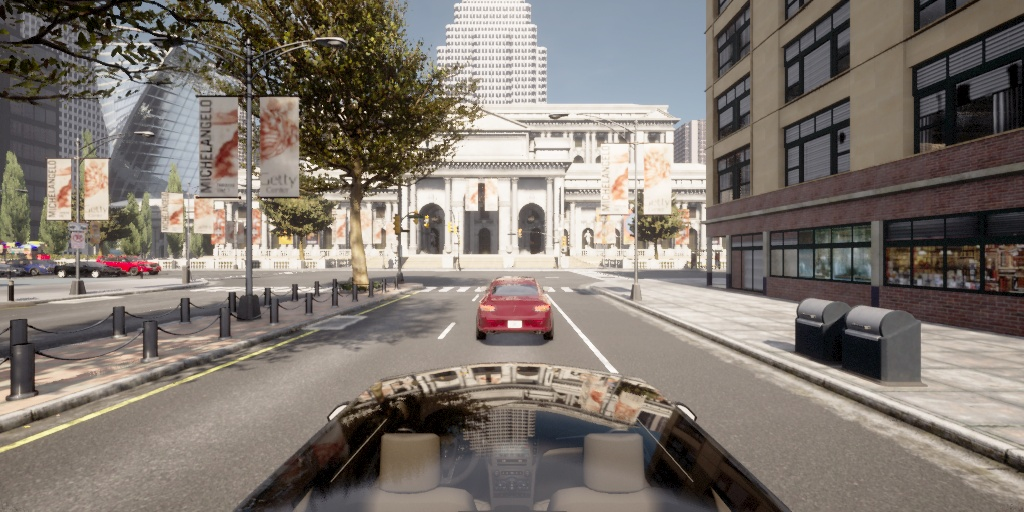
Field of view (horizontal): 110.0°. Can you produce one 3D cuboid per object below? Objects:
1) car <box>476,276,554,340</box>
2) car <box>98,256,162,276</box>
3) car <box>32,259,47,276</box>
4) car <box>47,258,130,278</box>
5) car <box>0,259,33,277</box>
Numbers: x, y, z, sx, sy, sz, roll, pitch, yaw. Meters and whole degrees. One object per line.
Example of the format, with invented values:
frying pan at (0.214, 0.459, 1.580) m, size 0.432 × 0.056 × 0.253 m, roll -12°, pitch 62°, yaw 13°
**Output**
car at (0.078, 1.276, 9.882) m, size 1.812 × 1.442 × 4.674 m, roll 0°, pitch 0°, yaw 0°
car at (-39.513, 0.971, 36.863) m, size 5.566 × 2.045 × 2.150 m, roll 0°, pitch 0°, yaw 0°
car at (-49.132, 1.102, 36.802) m, size 4.553 × 1.767 × 2.097 m, roll 0°, pitch 0°, yaw -1°
car at (-39.323, 1.228, 33.360) m, size 5.008 × 1.535 × 1.882 m, roll 0°, pitch 0°, yaw 0°
car at (-48.326, 1.276, 33.329) m, size 4.674 × 1.442 × 1.812 m, roll 0°, pitch 0°, yaw -1°
